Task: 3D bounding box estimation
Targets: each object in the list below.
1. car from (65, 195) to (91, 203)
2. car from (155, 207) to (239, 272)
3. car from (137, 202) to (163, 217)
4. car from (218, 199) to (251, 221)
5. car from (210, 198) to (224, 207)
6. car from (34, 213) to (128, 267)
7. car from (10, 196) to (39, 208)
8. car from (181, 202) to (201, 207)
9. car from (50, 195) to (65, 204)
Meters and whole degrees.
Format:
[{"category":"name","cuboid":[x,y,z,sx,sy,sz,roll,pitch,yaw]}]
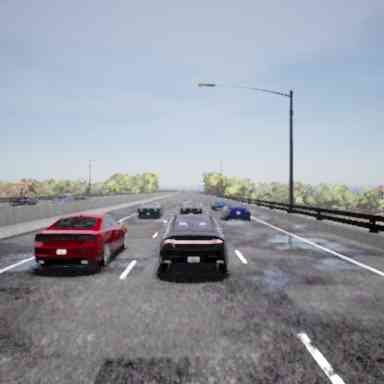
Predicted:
[{"category":"car","cuboid":[-14.339,1.333,43.086,1.837,1.490,4.892,0,0,0]},{"category":"car","cuboid":[0.029,1.457,10.678,2.128,1.511,4.902,0,0,0]},{"category":"car","cuboid":[-3.581,1.497,29.499,1.895,1.301,4.718,0,0,0]},{"category":"car","cuboid":[3.417,1.486,26.527,1.994,1.385,4.181,0,0,0]},{"category":"car","cuboid":[3.306,1.421,41.306,2.033,1.411,5.357,0,0,0]},{"category":"car","cuboid":[-3.474,1.433,11.291,1.882,1.535,5.008,0,0,0]},{"category":"car","cuboid":[-21.333,1.318,42.644,1.837,1.490,4.892,0,0,0]},{"category":"car","cuboid":[-0.082,1.505,29.694,1.895,1.301,4.718,0,0,0]},{"category":"car","cuboid":[-17.847,1.159,46.016,2.097,1.767,4.553,0,0,0]}]
